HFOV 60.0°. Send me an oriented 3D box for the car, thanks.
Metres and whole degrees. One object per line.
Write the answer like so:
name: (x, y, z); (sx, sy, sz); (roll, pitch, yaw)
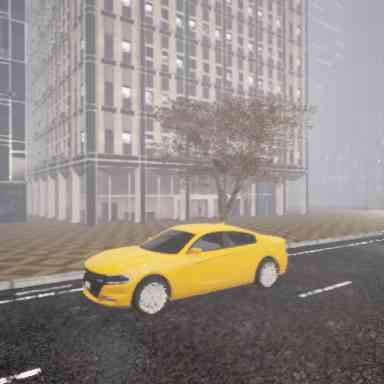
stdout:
car: (0.081, 1.496, 7.713); (5.008, 1.535, 1.882); (1, 0, -35)
